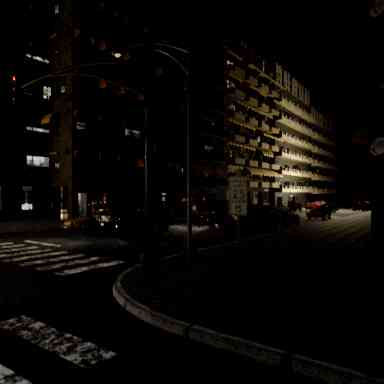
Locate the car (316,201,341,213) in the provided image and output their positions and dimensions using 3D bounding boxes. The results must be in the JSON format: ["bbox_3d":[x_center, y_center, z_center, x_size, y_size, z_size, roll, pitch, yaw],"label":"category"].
[{"bbox_3d":[20.488,2.492,50.068,1.837,1.490,4.892,0,-1,35],"label":"car"}]

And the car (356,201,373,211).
[{"bbox_3d":[33.163,2.621,63.818,2.192,1.841,5.009,-1,-2,35],"label":"car"}]

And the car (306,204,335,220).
[{"bbox_3d":[13.740,2.284,35.929,1.802,1.307,4.206,-1,-2,35],"label":"car"}]

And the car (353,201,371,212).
[{"bbox_3d":[29.925,2.522,59.170,2.192,1.841,5.009,-1,-2,35],"label":"car"}]

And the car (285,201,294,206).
[{"bbox_3d":[13.233,2.446,49.806,1.752,1.417,4.829,-1,-2,35],"label":"car"}]

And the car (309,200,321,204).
[{"bbox_3d":[23.044,2.770,63.887,1.887,1.381,4.507,-1,-2,35],"label":"car"}]

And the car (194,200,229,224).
[{"bbox_3d":[2.376,1.728,29.671,2.150,2.045,5.566,0,-1,34],"label":"car"}]

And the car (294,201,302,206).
[{"bbox_3d":[16.567,2.340,54.598,2.192,1.841,5.009,-1,-2,35],"label":"car"}]

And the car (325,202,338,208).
[{"bbox_3d":[32.756,3.066,77.828,1.887,1.381,4.507,-1,-2,35],"label":"car"}]

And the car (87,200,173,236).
[{"bbox_3d":[-3.526,1.540,21.198,2.150,2.045,5.566,0,-1,35],"label":"car"}]

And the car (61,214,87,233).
[{"bbox_3d":[-6.192,1.833,21.924,1.752,1.417,4.829,-1,-2,35],"label":"car"}]

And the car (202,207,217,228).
[{"bbox_3d":[2.976,2.035,24.907,1.895,1.301,4.718,0,-1,35],"label":"car"}]

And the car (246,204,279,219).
[{"bbox_3d":[8.097,2.191,37.857,1.837,1.490,4.892,0,-1,35],"label":"car"}]

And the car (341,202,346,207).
[{"bbox_3d":[39.232,3.282,87.123,1.947,1.339,4.313,-1,-2,35],"label":"car"}]

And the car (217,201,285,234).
[{"bbox_3d":[4.026,1.711,21.996,2.192,1.841,5.009,-1,-2,35],"label":"car"}]

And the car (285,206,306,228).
[{"bbox_3d":[7.265,2.043,26.636,1.887,1.381,4.507,-1,-2,35],"label":"car"}]
